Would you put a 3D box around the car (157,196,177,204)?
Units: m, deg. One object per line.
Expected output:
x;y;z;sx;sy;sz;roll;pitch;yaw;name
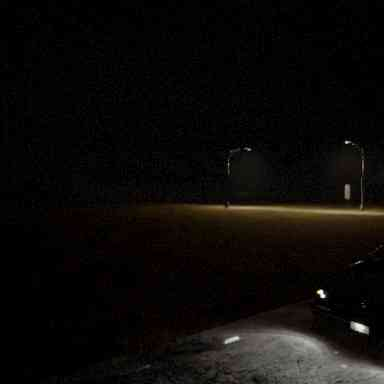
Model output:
-4.507;1.431;60.042;1.994;1.385;4.181;2;-2;-36;car

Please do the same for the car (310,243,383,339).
4.576;1.554;6.322;5.357;1.411;2.033;0;0;-35;car
